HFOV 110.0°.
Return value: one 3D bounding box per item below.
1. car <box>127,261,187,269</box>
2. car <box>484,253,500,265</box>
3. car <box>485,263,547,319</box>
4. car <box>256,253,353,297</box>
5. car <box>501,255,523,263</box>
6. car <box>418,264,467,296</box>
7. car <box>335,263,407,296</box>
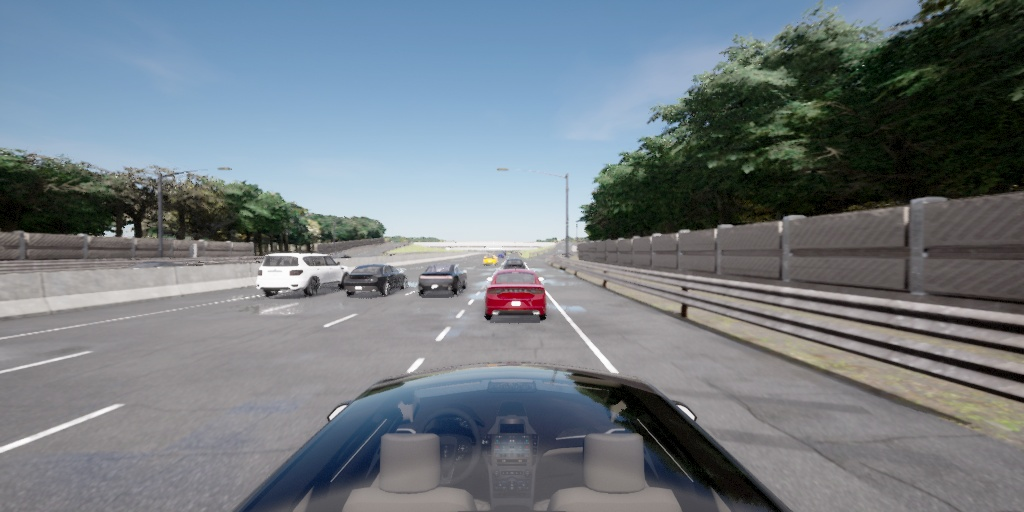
[{"bbox_3d":[-21.049,1.099,20.986,1.882,1.535,5.008,0,1,0],"label":"car"},{"bbox_3d":[-3.193,0.558,54.272,1.882,1.535,5.008,0,1,1],"label":"car"},{"bbox_3d":[0.120,1.186,12.669,1.882,1.535,5.008,0,0,0],"label":"car"},{"bbox_3d":[-10.362,0.875,18.374,2.150,2.045,5.566,0,1,0],"label":"car"},{"bbox_3d":[0.205,0.971,30.955,1.837,1.490,4.892,0,1,0],"label":"car"},{"bbox_3d":[-3.461,1.146,18.546,2.128,1.511,4.902,0,1,0],"label":"car"},{"bbox_3d":[-6.861,1.158,18.476,1.837,1.490,4.892,0,1,0],"label":"car"}]
